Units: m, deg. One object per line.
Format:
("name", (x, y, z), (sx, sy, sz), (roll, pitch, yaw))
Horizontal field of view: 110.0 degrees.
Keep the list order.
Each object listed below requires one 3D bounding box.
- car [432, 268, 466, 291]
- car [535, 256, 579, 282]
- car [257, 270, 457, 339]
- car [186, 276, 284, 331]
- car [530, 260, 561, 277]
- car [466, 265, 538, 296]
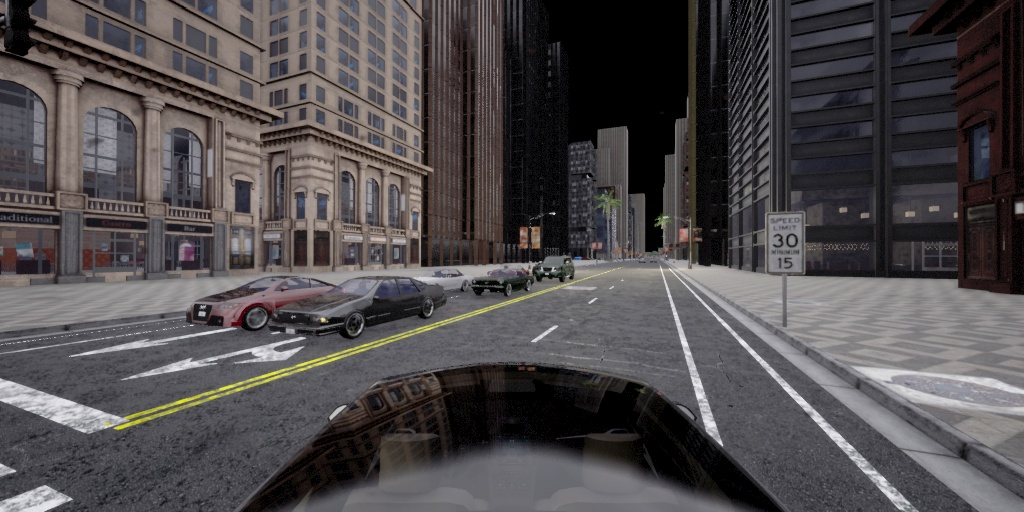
("car", (-3.967, 1.356, 19.227), (1.895, 1.301, 4.718), (0, 0, 22))
("car", (3.637, 0.986, 29.324), (2.150, 2.045, 5.566), (0, 0, 22))
("car", (-3.986, 1.299, 10.525), (2.033, 1.411, 5.357), (0, 0, 22))
("car", (-7.254, 1.315, 11.106), (1.994, 1.385, 4.181), (0, 0, 22))
("car", (3.645, 1.250, 37.903), (1.882, 1.535, 5.008), (0, 0, 23))
("car", (-0.384, 1.357, 19.412), (1.895, 1.301, 4.718), (0, 0, 22))
